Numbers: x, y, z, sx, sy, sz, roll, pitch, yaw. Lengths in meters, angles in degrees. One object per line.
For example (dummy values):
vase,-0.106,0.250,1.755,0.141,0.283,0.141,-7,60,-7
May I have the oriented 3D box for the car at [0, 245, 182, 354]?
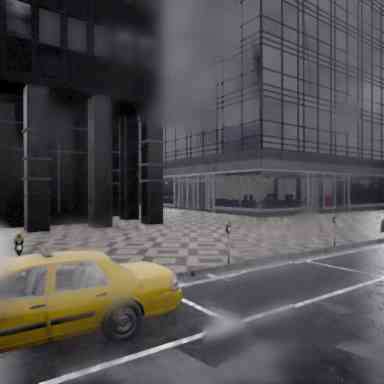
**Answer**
car,-2.449,1.522,4.905,4.829,1.417,1.752,0,0,-35
